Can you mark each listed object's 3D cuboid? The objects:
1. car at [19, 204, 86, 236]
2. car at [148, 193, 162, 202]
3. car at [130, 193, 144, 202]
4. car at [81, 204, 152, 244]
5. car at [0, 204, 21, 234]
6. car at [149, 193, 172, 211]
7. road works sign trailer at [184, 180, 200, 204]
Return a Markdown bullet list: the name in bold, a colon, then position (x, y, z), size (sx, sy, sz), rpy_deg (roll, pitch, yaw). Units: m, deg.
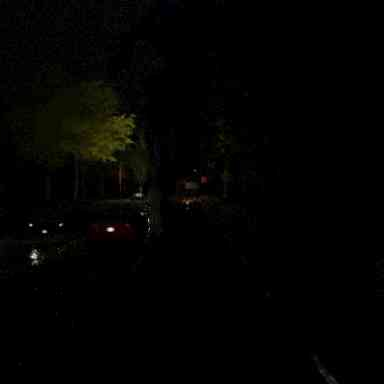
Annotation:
- **car**: position (-6.607, 1.362, 17.550), size (2.033, 1.411, 5.357), rpy_deg (0, 1, 0)
- **car**: position (-6.561, 1.001, 59.262), size (1.837, 1.490, 4.892), rpy_deg (0, 0, 1)
- **car**: position (-9.812, 0.987, 59.678), size (2.128, 1.511, 4.902), rpy_deg (0, 0, 1)
- **car**: position (-3.154, 1.406, 14.871), size (1.994, 1.385, 4.181), rpy_deg (0, 1, 0)
- **car**: position (-9.856, 1.358, 17.966), size (2.033, 1.411, 5.357), rpy_deg (0, 1, 0)
- **car**: position (-3.161, 1.155, 34.779), size (2.128, 1.511, 4.902), rpy_deg (0, 0, 0)
- **road works sign trailer**: position (-0.014, 0.009, 51.604), size (2.380, 3.560, 2.880), rpy_deg (0, 0, 0)
